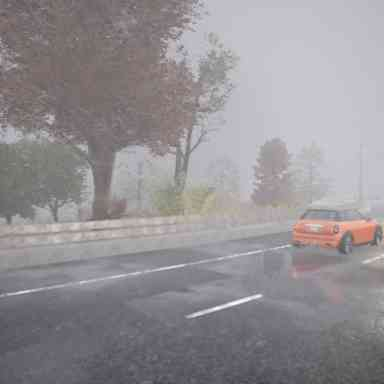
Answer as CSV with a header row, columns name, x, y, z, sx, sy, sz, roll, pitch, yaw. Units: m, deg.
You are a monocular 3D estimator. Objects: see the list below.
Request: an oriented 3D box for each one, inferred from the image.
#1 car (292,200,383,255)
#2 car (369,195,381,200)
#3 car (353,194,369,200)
name,x,y,z,sx,sy,sz,roll,pitch,yaw
car,6.070,1.380,13.703,4.553,1.767,2.097,0,0,-43
car,43.050,1.452,78.843,1.837,1.490,4.892,0,0,4
car,39.574,1.316,79.245,2.097,1.767,4.553,0,0,4
